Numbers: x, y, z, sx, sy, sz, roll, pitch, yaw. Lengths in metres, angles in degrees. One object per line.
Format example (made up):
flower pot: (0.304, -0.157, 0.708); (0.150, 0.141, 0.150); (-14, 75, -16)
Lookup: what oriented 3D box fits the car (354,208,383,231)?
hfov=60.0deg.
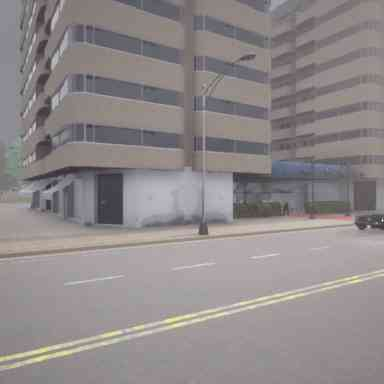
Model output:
car: (11.648, 1.601, 19.538); (4.718, 1.301, 1.895); (0, 0, -32)
